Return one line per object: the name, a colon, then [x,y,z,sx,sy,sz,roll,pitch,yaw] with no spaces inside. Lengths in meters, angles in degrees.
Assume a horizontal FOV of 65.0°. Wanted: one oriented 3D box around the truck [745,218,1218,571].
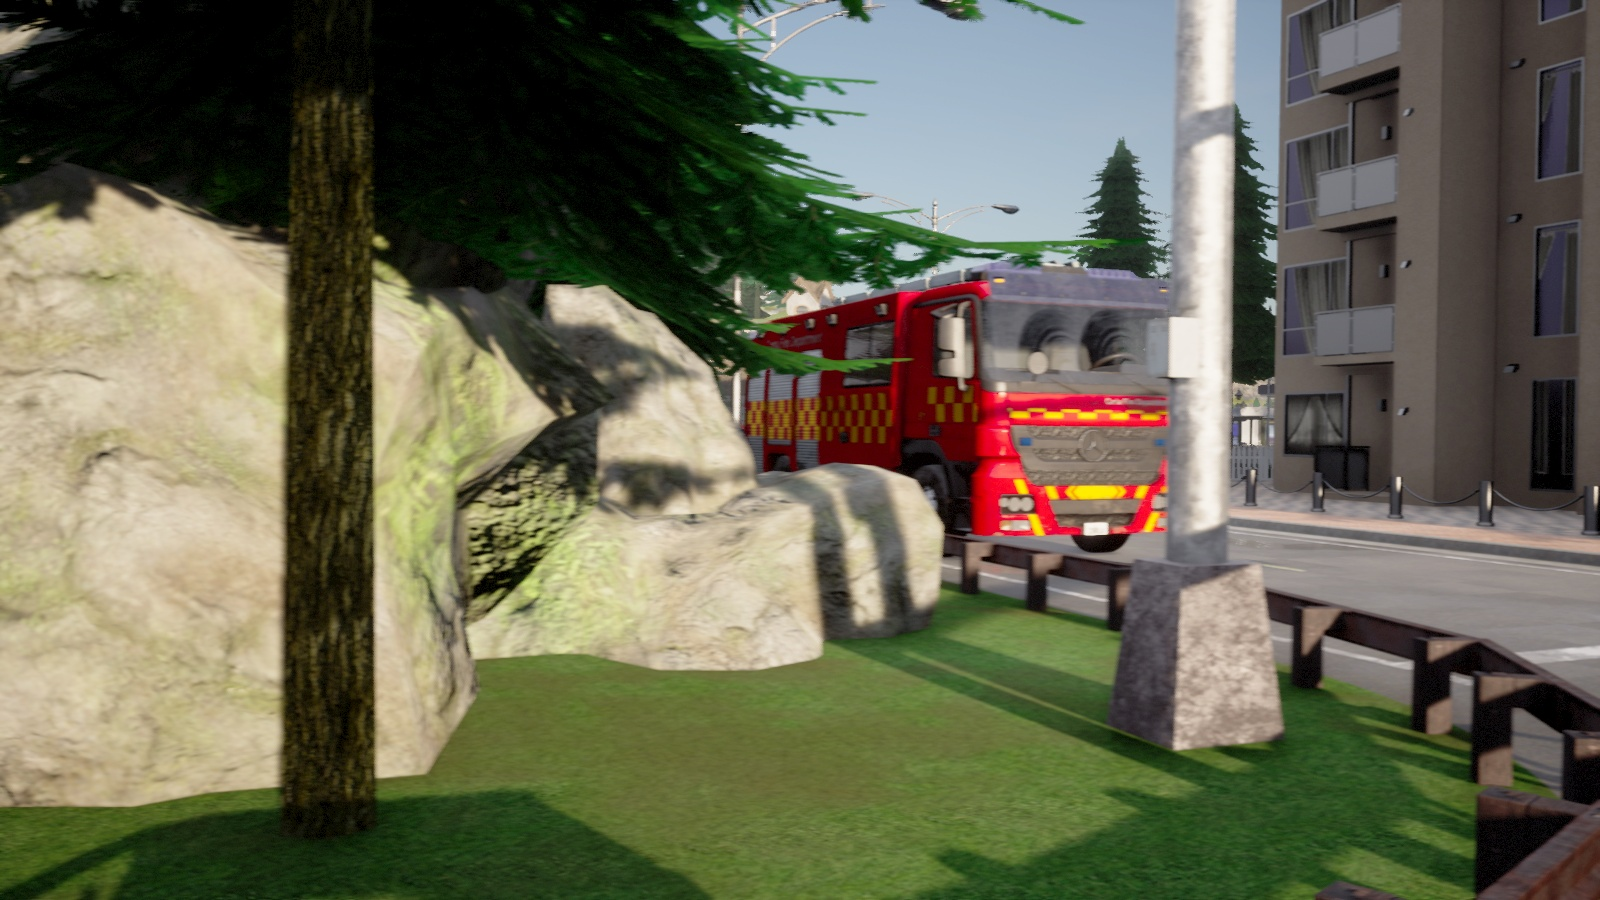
truck: [1.979,-0.667,18.098,2.891,3.827,8.468,-1,1,-21]
